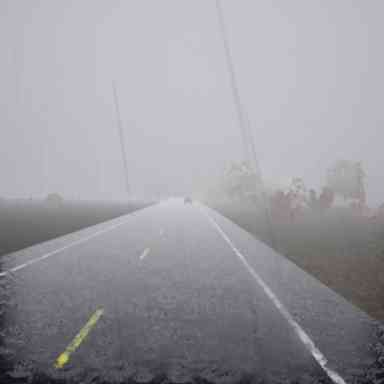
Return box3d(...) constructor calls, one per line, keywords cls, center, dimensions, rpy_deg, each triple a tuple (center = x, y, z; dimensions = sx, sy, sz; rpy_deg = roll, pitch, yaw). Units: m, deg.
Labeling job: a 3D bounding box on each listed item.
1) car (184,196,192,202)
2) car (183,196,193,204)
box3d(cls="car", center=(-1.069, 1.740, 82.017), dimensions=(1.882, 1.535, 5.008), rpy_deg=(0, 0, -2))
box3d(cls="car", center=(-0.810, 1.827, 71.591), dimensions=(1.837, 1.490, 4.892), rpy_deg=(0, 0, -1))
